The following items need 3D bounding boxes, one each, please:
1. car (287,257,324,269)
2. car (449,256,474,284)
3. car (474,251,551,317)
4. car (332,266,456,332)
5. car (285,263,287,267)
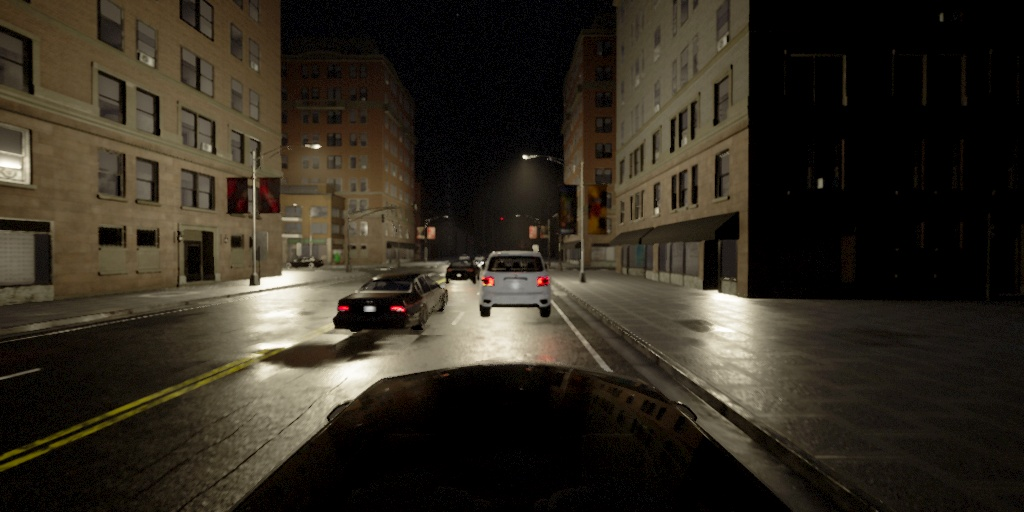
[{"bbox_3d":[-25.386,0.835,43.963,4.313,1.339,1.948,0,0,0],"label":"car"},{"bbox_3d":[-3.156,0.969,23.840,1.882,1.535,5.008,0,1,0],"label":"car"},{"bbox_3d":[0.096,0.844,12.593,2.150,2.045,5.566,0,1,0],"label":"car"},{"bbox_3d":[-3.152,1.196,10.441,2.033,1.411,5.357,0,1,0],"label":"car"},{"bbox_3d":[-25.426,0.772,35.938,4.097,1.591,1.967,0,0,0],"label":"car"}]
